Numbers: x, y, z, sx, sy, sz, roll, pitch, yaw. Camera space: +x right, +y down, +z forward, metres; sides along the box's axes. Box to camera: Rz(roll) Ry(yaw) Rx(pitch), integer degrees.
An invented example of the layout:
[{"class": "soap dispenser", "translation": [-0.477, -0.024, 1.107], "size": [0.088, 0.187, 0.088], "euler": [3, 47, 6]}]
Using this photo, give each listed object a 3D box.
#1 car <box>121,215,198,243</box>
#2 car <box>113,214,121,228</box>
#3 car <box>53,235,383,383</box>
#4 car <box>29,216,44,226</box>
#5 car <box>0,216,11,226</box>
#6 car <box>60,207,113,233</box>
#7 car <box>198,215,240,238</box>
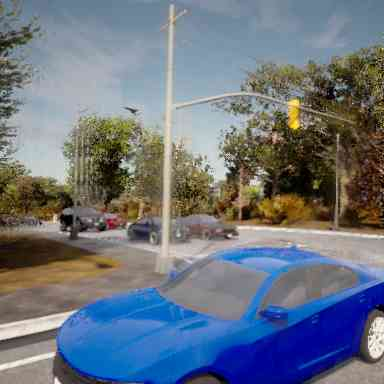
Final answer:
[{"class": "car", "translation": [-1.888, 2.040, 18.282], "size": [1.994, 1.385, 4.181], "euler": [2, -3, -37]}, {"class": "car", "translation": [-7.909, 2.726, 31.230], "size": [1.882, 1.535, 5.008], "euler": [2, -5, -42]}, {"class": "car", "translation": [0.833, 1.536, 4.462], "size": [5.008, 1.535, 1.882], "euler": [1, -1, -36]}, {"class": "car", "translation": [-22.214, 3.952, 45.326], "size": [5.357, 1.411, 2.033], "euler": [-4, -4, 39]}, {"class": "car", "translation": [-23.008, 3.713, 41.359], "size": [4.674, 1.442, 1.812], "euler": [-5, -5, 41]}, {"class": "car", "translation": [-8.946, 2.217, 27.092], "size": [2.150, 2.045, 5.566], "euler": [2, -5, -40]}, {"class": "car", "translation": [0.537, 2.159, 20.925], "size": [2.033, 1.411, 5.357], "euler": [2, -3, -37]}]
